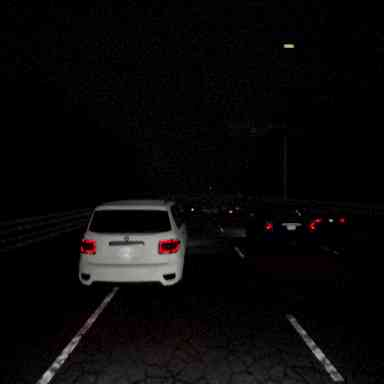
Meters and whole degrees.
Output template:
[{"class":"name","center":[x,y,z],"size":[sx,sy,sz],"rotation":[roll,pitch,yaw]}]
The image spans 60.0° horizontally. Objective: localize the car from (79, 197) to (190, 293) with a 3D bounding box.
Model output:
[{"class":"car","center":[-1.226,1.203,8.911],"size":[2.150,2.045,5.566],"rotation":[0,0,0]}]

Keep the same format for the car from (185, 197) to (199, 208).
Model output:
[{"class":"car","center":[0.040,1.431,47.258],"size":[1.837,1.490,4.892],"rotation":[0,-1,0]}]

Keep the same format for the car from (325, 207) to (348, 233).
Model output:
[{"class":"car","center":[7.098,1.505,19.486],"size":[2.033,1.411,5.357],"rotation":[0,0,0]}]

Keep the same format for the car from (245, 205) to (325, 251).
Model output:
[{"class":"car","center":[3.600,1.319,14.156],"size":[2.097,1.767,4.553],"rotation":[0,0,0]}]

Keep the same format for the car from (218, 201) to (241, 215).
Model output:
[{"class":"car","center":[3.595,1.536,32.967],"size":[1.895,1.301,4.718],"rotation":[0,0,0]}]

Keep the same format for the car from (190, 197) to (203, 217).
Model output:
[{"class":"car","center":[0.060,1.440,34.828],"size":[1.837,1.490,4.892],"rotation":[0,0,0]}]
